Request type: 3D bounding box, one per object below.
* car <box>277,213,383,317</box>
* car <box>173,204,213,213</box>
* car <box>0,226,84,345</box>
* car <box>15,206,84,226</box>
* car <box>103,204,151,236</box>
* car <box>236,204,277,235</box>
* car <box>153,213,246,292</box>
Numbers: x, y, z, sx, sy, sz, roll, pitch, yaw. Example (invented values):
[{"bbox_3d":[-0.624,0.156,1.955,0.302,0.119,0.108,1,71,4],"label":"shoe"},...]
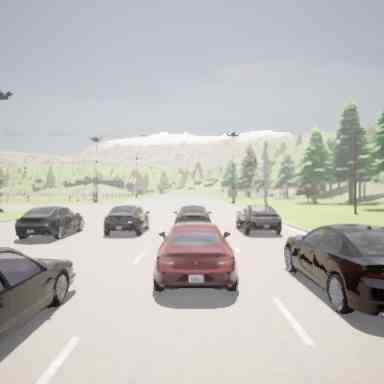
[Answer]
[{"bbox_3d":[3.580,1.451,7.544,1.882,1.535,5.008,0,0,0],"label":"car"},{"bbox_3d":[0.048,1.443,18.103,1.837,1.490,4.892,0,0,0],"label":"car"},{"bbox_3d":[-3.417,1.531,4.811,2.033,1.411,5.357,0,0,0],"label":"car"},{"bbox_3d":[-6.950,1.449,16.714,1.837,1.490,4.892,0,0,0],"label":"car"},{"bbox_3d":[-3.452,1.444,18.095,1.837,1.490,4.892,0,0,0],"label":"car"},{"bbox_3d":[3.548,1.429,18.267,2.128,1.511,4.902,0,0,0],"label":"car"},{"bbox_3d":[0.073,1.496,8.712,1.812,1.442,4.674,0,0,0],"label":"car"}]
